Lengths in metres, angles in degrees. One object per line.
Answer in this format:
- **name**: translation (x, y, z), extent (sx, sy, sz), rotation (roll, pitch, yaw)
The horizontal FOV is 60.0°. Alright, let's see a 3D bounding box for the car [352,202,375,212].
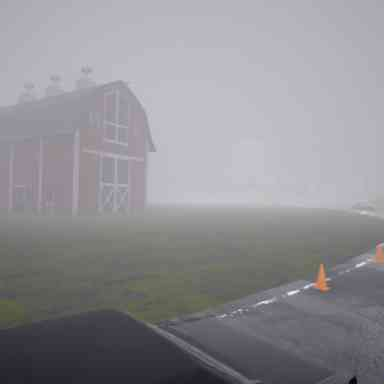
- **car**: translation (24.961, 2.133, 48.517), extent (1.994, 1.385, 4.181), rotation (1, 0, 5)

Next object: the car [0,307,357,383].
- **car**: translation (-1.055, 1.609, 1.893), extent (4.718, 1.301, 1.895), rotation (1, -1, -38)

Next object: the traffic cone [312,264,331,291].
- **traffic cone**: translation (3.157, 2.050, 8.100), extent (0.340, 0.580, 0.340), rotation (1, -1, -44)

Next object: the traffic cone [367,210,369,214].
- **traffic cone**: translation (21.811, 2.427, 41.200), extent (0.340, 0.580, 0.340), rotation (1, 0, 13)

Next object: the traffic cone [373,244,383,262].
- **traffic cone**: translation (6.512, 2.105, 11.557), extent (0.340, 0.580, 0.340), rotation (0, 0, 42)

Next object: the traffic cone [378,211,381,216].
- **traffic cone**: translation (20.591, 2.388, 36.539), extent (0.340, 0.580, 0.340), rotation (1, 0, 17)
